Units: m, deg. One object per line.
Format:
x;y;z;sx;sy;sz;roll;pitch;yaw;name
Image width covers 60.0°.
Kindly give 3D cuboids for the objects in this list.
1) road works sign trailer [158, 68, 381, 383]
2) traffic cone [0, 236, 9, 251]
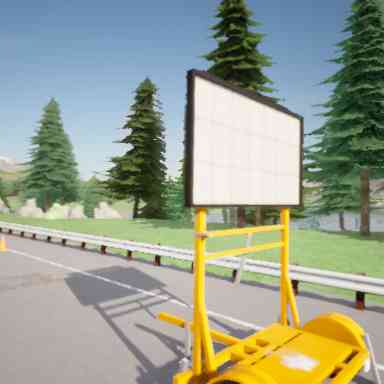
0.579;0.577;4.145;2.880;3.560;2.380;0;-2;43;road works sign trailer
-7.967;2.152;14.045;0.340;0.580;0.340;0;-2;43;traffic cone
